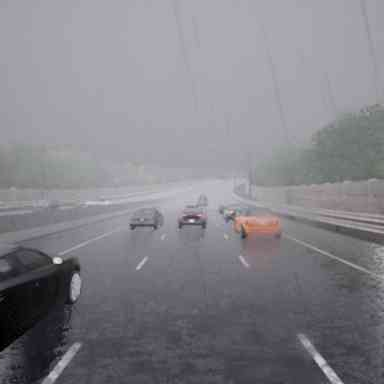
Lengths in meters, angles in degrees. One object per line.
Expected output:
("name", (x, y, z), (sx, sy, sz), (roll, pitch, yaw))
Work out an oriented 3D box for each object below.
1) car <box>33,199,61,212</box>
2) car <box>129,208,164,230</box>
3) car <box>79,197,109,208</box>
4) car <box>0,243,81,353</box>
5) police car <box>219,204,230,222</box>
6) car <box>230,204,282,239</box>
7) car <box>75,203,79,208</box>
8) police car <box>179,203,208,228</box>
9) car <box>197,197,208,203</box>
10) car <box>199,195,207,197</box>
("car", (-20.149, 1.816, 46.346), (2.097, 1.767, 4.553), (0, 0, 3))
("car", (-3.141, 1.871, 23.763), (2.033, 1.411, 5.357), (0, -1, 1))
("car", (-13.170, 1.695, 45.933), (2.150, 2.045, 5.566), (0, 0, 2))
("car", (-3.374, 1.556, 5.371), (1.882, 1.535, 5.008), (0, -1, 0))
("police car", (3.906, 1.903, 30.216), (2.038, 1.542, 4.974), (0, -1, 2))
("car", (3.668, 1.632, 19.298), (2.097, 1.767, 4.553), (0, -1, 1))
("car", (-16.411, 1.840, 51.693), (2.097, 1.767, 4.553), (0, 0, 3))
("police car", (0.106, 1.846, 25.169), (2.038, 1.542, 4.974), (0, -1, 3))
("car", (1.825, 2.121, 63.050), (1.994, 1.385, 4.181), (0, 0, 3))
("car", (2.562, 1.731, 76.892), (2.150, 2.045, 5.566), (0, 1, 4))
